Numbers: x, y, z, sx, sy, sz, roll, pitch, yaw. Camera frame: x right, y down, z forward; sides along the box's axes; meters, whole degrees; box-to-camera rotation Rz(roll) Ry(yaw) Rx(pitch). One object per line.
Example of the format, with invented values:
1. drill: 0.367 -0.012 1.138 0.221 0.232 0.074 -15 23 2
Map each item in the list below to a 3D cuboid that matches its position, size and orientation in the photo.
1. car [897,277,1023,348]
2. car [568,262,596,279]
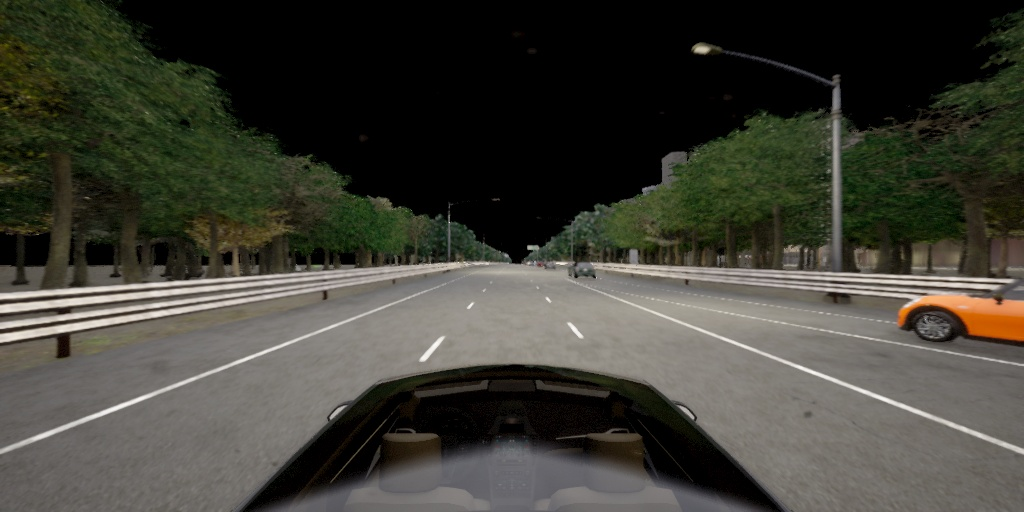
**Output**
1. car: 11.320 1.170 7.422 2.097 1.767 4.553 0 0 -16
2. car: 7.055 1.363 36.708 2.097 1.767 4.553 0 0 -1
